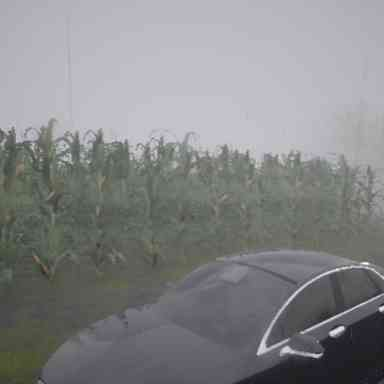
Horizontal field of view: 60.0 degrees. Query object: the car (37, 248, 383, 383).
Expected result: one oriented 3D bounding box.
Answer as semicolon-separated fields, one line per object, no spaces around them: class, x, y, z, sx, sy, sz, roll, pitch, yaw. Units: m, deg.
car;0.874;1.506;3.828;4.892;1.490;1.837;0;0;-37
